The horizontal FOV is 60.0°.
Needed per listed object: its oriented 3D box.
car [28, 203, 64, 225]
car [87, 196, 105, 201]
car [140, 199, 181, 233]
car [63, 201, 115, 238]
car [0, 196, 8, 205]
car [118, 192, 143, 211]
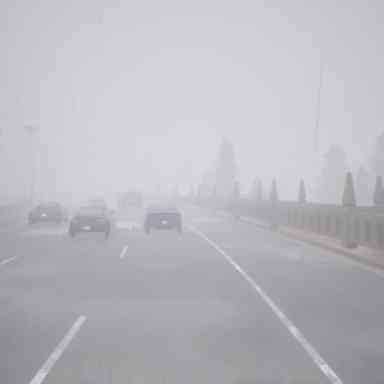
[{"bbox_3d":[-9.787,1.406,22.885,1.994,1.385,4.181,0,0,-13],"label":"car"},{"bbox_3d":[-10.855,1.243,37.823,2.128,1.511,4.902,0,0,-21],"label":"car"},{"bbox_3d":[-1.789,1.332,18.896,1.882,1.535,5.008,0,0,-10],"label":"car"},{"bbox_3d":[-5.013,1.399,16.976,1.812,1.442,4.674,0,0,-9],"label":"car"},{"bbox_3d":[-27.591,1.259,47.700,2.128,1.511,4.902,0,0,-30],"label":"car"},{"bbox_3d":[-7.028,0.962,37.724,2.150,2.045,5.566,0,0,-21],"label":"car"}]
